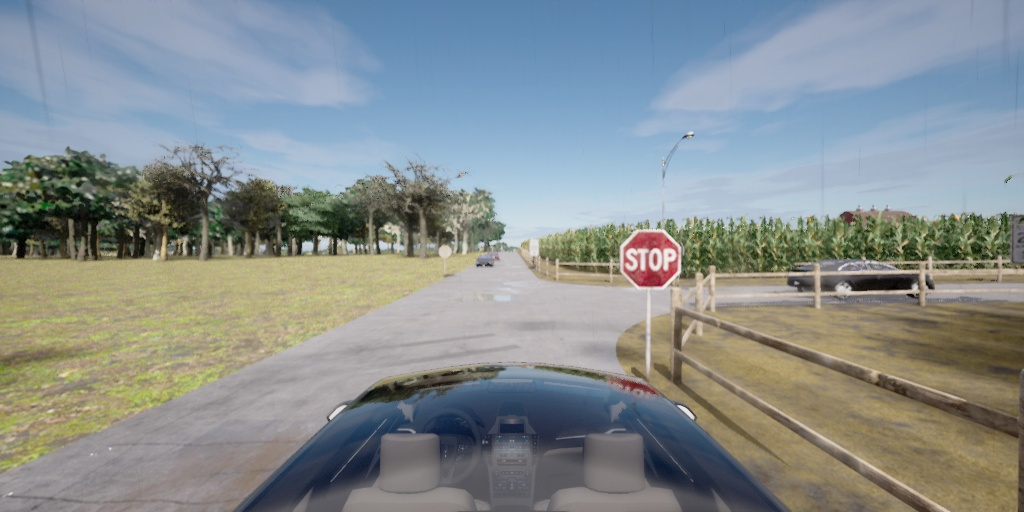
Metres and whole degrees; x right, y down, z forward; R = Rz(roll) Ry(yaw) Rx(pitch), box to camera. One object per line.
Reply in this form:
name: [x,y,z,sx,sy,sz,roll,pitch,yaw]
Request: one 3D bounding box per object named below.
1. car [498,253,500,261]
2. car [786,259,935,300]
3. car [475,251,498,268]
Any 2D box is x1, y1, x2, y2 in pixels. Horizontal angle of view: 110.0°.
car: [-2.947,-0.012,55.808,1.812,1.442,4.674,0,2,0]
car: [13.840,0.882,14.368,4.902,1.511,2.128,-1,1,0]
car: [-2.940,0.526,39.829,2.033,1.411,5.357,0,2,0]
